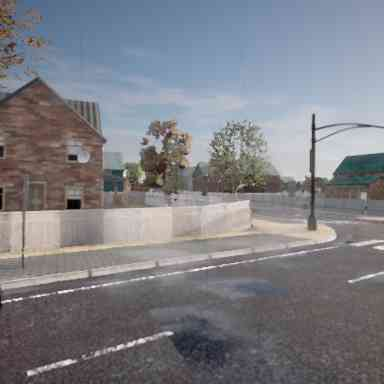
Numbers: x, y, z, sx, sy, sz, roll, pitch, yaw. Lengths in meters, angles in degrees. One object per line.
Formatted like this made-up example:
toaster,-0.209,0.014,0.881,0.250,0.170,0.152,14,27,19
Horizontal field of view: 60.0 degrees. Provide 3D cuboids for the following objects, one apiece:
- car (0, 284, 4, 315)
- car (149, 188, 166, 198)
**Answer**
car,-5.098,1.478,3.903,5.008,1.535,1.882,0,0,-36
car,-6.502,0.343,61.657,2.150,2.045,5.566,1,0,-21
